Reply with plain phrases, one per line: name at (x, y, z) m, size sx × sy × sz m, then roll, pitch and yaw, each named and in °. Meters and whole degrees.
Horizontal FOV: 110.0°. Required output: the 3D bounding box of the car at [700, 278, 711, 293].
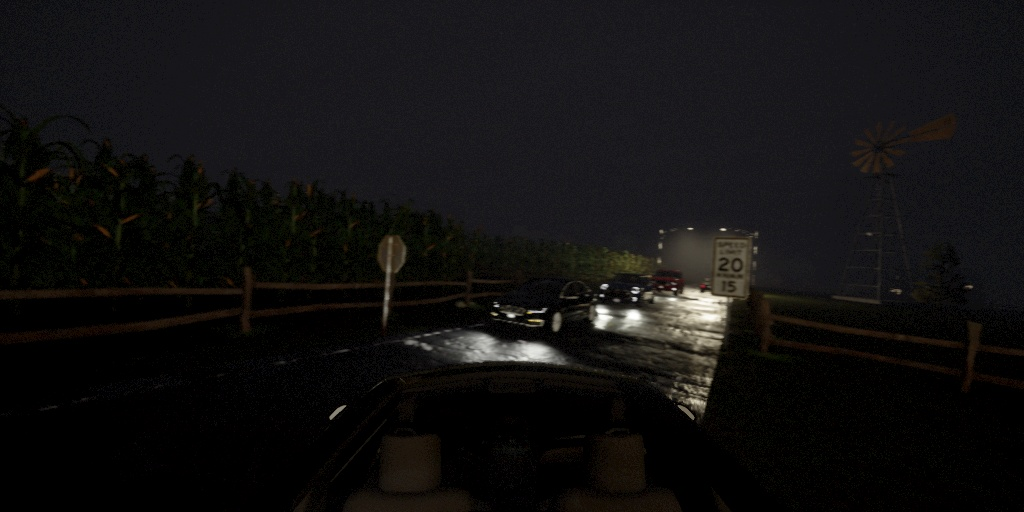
car at (20.113, 3.095, 36.164) m, size 2.033 × 1.411 × 5.357 m, roll 4°, pitch -1°, yaw 33°

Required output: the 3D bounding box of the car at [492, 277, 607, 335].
car at (1.260, 1.439, 11.530) m, size 1.837 × 1.490 × 4.892 m, roll 4°, pitch -1°, yaw 32°

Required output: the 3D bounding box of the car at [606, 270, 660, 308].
car at (6.469, 1.744, 19.842) m, size 2.097 × 1.767 × 4.553 m, roll 4°, pitch -1°, yaw 32°

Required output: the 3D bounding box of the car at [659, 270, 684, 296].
car at (13.338, 2.221, 30.758) m, size 2.150 × 2.045 × 5.566 m, roll 4°, pitch 0°, yaw 33°
